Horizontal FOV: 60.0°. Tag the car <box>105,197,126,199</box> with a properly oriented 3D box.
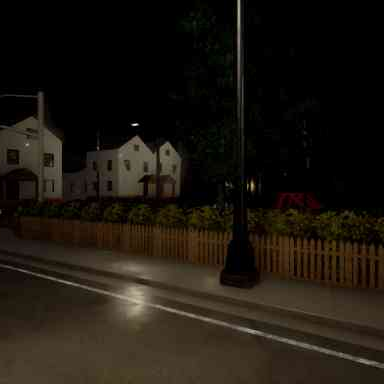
[{"bbox_3d":[-9.398,1.352,38.848,2.097,1.767,4.553,0,0,35],"label":"car"}]

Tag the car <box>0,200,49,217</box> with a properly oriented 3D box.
[{"bbox_3d":[-15.053,1.492,30.683,2.128,1.511,4.902,0,0,35],"label":"car"}]

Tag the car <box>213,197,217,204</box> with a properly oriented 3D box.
[{"bbox_3d":[3.368,1.548,57.166,2.033,1.411,5.357,0,0,35],"label":"car"}]
